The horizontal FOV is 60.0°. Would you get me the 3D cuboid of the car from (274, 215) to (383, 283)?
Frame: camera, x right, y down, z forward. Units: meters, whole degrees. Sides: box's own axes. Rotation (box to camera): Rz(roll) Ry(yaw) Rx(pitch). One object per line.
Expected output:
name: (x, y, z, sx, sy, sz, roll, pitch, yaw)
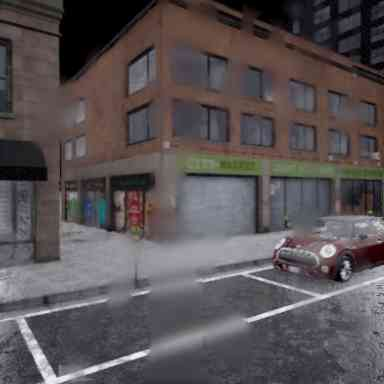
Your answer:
car: (4.210, 1.426, 9.539, 4.097, 1.590, 1.967, 0, 0, -36)
